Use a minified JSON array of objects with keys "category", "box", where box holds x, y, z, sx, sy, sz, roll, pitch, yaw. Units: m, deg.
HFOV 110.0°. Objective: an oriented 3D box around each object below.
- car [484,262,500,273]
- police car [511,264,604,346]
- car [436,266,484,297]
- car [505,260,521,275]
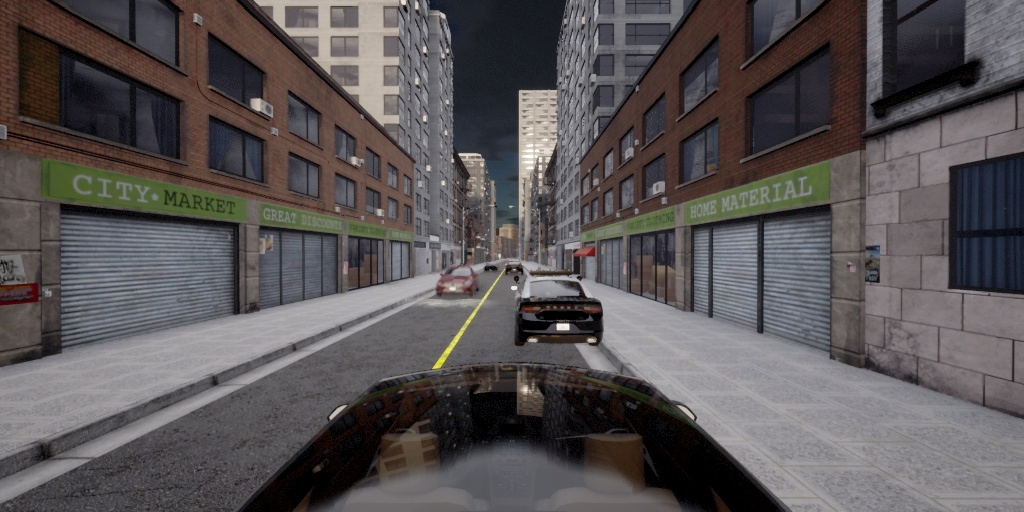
[{"category":"car","box":[-2.543,1.380,45.117,1.895,1.301,4.718,0,0,0]},{"category":"police car","box":[1.005,1.176,9.557,1.930,1.638,5.238,0,0,0]},{"category":"car","box":[-2.764,1.278,19.107,1.812,1.442,4.674,0,0,0]},{"category":"car","box":[0.258,1.248,38.884,1.882,1.535,5.008,0,0,0]}]
